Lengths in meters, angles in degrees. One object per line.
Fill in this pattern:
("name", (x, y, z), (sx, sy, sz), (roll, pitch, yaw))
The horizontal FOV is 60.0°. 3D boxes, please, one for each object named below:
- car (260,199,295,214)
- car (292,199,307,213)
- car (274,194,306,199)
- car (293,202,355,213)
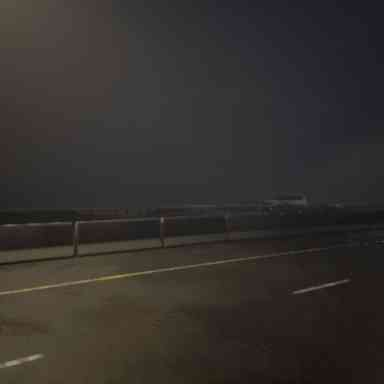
("car", (9.152, 1.673, 33.363), (4.718, 1.301, 1.895), (0, 0, -26))
("car", (11.831, 1.643, 30.733), (4.181, 1.385, 1.994), (0, 0, -26))
("car", (10.595, 1.305, 37.929), (5.566, 2.045, 2.150), (0, 0, -25))
("car", (10.688, 1.670, 26.320), (4.718, 1.301, 1.895), (0, 0, -26))
